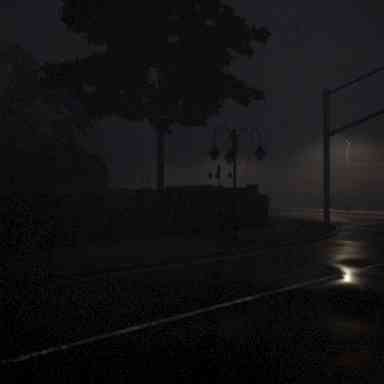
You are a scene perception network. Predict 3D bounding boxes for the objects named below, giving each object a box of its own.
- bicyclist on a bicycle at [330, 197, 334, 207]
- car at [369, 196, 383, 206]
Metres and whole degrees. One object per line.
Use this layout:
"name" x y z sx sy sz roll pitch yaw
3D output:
"bicyclist on a bicycle" 20.837 1.401 50.104 1.656 1.620 0.582 -6 -7 -37
"car" 28.414 1.262 48.461 2.242 1.667 4.611 0 0 -35
